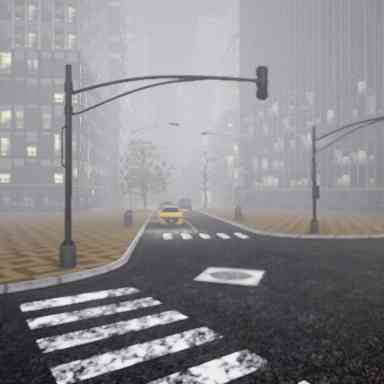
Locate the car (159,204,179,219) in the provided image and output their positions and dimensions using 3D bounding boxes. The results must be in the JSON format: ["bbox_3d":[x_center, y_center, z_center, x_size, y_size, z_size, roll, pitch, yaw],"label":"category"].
[{"bbox_3d":[-2.608,2.107,36.932,2.033,1.411,5.357,0,-1,-5],"label":"car"}]

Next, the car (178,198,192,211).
[{"bbox_3d":[-1.195,2.084,55.945,2.150,2.045,5.566,0,-1,-5],"label":"car"}]

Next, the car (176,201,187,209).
[{"bbox_3d":[-2.117,2.582,66.284,2.033,1.411,5.357,0,-1,-5],"label":"car"}]

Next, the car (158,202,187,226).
[{"bbox_3d":[-1.729,1.883,27.090,1.882,1.535,5.008,0,-1,-5],"label":"car"}]
